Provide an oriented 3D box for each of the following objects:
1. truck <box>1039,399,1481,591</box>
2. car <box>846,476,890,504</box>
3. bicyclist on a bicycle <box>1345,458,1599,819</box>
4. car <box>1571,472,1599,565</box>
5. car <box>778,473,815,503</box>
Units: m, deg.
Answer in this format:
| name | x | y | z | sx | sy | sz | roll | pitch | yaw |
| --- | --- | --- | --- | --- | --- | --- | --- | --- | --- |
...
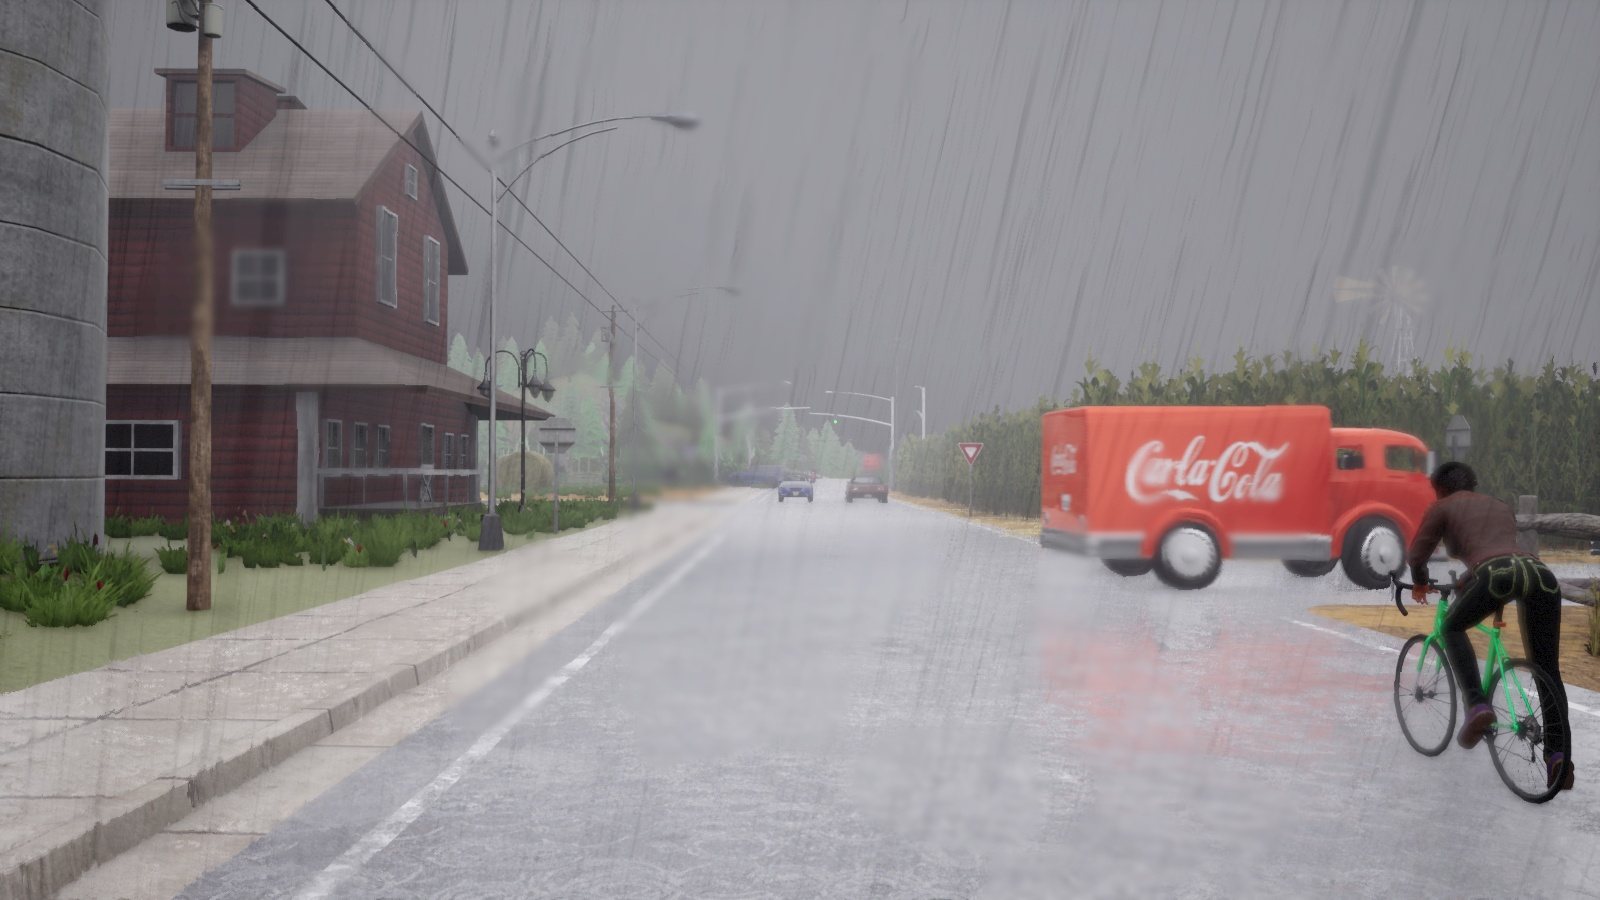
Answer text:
| name | x | y | z | sx | sy | sz | roll | pitch | yaw |
| --- | --- | --- | --- | --- | --- | --- | --- | --- | --- |
| truck | 6.291 | 0.597 | 17.706 | 5.204 | 2.467 | 2.627 | 0 | -1 | -5 |
| car | 3.308 | 1.937 | 61.791 | 1.895 | 1.301 | 4.718 | 0 | -1 | 0 |
| bicyclist on a bicycle | 3.478 | 0.862 | 6.486 | 0.582 | 1.620 | 1.656 | 0 | -1 | 0 |
| car | 15.334 | 1.094 | 20.049 | 4.892 | 1.490 | 1.837 | 0 | -1 | 0 |
| car | -0.200 | 1.903 | 64.116 | 1.816 | 1.474 | 4.193 | 0 | -1 | 0 |
